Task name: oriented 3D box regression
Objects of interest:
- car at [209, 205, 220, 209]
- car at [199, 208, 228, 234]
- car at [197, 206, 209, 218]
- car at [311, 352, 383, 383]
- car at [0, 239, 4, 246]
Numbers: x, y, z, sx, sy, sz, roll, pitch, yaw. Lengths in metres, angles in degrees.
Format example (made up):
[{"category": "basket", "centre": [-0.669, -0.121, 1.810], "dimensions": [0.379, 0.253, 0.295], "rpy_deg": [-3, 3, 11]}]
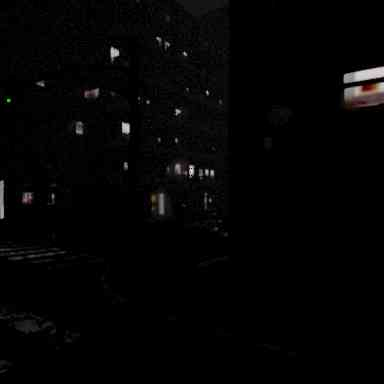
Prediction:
[{"category": "car", "centre": [3.963, 2.022, 32.519], "dimensions": [1.812, 1.442, 4.674], "rpy_deg": [0, -1, 36]}, {"category": "car", "centre": [2.645, 1.868, 20.525], "dimensions": [2.008, 1.369, 4.403], "rpy_deg": [-1, -2, 36]}, {"category": "car", "centre": [2.214, 2.050, 34.793], "dimensions": [2.008, 1.369, 4.403], "rpy_deg": [-1, -2, 36]}, {"category": "car", "centre": [2.304, 1.449, 1.228], "dimensions": [4.097, 1.590, 1.967], "rpy_deg": [0, 0, 36]}, {"category": "car", "centre": [-8.389, 1.530, 9.905], "dimensions": [1.895, 1.301, 4.718], "rpy_deg": [0, 0, 36]}]
